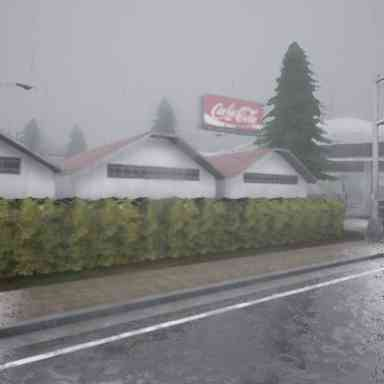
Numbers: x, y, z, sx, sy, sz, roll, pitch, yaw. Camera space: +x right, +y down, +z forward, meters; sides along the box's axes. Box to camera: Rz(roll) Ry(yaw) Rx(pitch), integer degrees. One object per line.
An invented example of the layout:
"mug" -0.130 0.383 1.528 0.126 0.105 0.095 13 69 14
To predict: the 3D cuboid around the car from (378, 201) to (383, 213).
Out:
"car" 24.782 1.955 42.101 4.611 1.667 2.242 1 0 -36
